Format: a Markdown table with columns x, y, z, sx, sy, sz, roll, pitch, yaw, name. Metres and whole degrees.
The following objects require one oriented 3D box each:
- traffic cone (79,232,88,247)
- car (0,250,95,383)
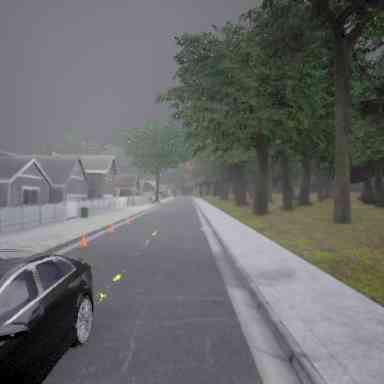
| x | y | z | sx | sy | sz | roll | pitch | yaw | name |
| --- | --- | --- | --- | --- | --- | --- | --- | --- | --- |
| -4.471 | 1.965 | 13.707 | 0.340 | 0.580 | 0.340 | 0 | 0 | 0 | traffic cone |
| -2.464 | 1.497 | 3.497 | 2.128 | 1.511 | 4.902 | 0 | 0 | 0 | car |
